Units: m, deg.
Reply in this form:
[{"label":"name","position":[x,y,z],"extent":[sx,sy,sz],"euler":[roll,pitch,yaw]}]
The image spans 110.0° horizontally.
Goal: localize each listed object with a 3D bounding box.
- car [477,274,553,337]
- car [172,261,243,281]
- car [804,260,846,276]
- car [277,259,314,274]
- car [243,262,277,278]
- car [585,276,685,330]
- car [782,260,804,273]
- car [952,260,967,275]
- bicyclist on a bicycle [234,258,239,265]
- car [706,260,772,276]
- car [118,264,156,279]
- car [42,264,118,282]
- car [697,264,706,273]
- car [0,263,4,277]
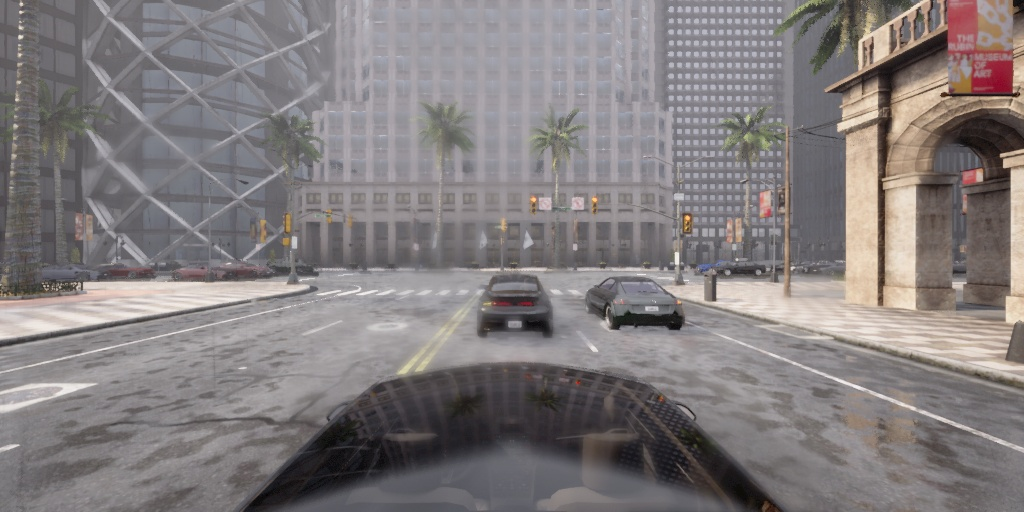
[{"label":"car","position":[0.080,1.255,10.293],"extent":[1.837,1.490,4.892],"euler":[0,0,0]},{"label":"car","position":[-25.142,1.314,29.439],"extent":[4.181,1.385,1.994],"euler":[0,0,-2]},{"label":"car","position":[33.063,1.314,36.733],"extent":[4.181,1.385,1.994],"euler":[0,0,0]},{"label":"car","position":[-24.903,1.102,40.274],"extent":[4.553,1.767,2.097],"euler":[0,0,-3]},{"label":"car","position":[-24.797,1.275,32.964],"extent":[4.674,1.442,1.812],"euler":[0,0,-2]},{"label":"car","position":[3.584,1.314,11.158],"extent":[1.994,1.385,4.181],"euler":[0,0,0]},{"label":"car","position":[33.878,1.241,40.227],"extent":[4.902,1.511,2.128],"euler":[0,0,0]},{"label":"car","position":[44.416,1.242,36.675],"extent":[4.902,1.511,2.128],"euler":[0,0,0]},{"label":"bicyclist on a bicycle","position":[-35.735,1.051,46.614],"extent":[0.582,1.620,1.656],"euler":[0,0,-12]},{"label":"car","position":[23.195,1.228,36.765],"extent":[5.008,1.535,1.882],"euler":[0,0,0]},{"label":"car","position":[-34.801,1.351,31.610],"extent":[4.718,1.301,1.895],"euler":[0,0,-18]},{"label":"car","position":[-34.418,1.314,28.034],"extent":[4.181,1.385,1.994],"euler":[0,0,-20]},{"label":"car","position":[23.457,1.228,40.264],"extent":[5.008,1.535,1.882],"euler":[0,0,0]},{"label":"car","position":[-49.006,1.241,32.440],"extent":[4.902,1.511,2.128],"euler":[0,0,-35]}]
